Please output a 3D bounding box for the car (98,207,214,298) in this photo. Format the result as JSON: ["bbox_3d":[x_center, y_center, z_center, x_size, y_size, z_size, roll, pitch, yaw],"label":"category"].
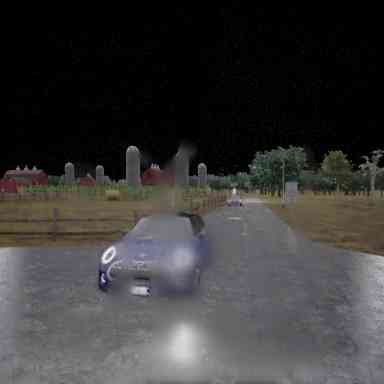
[{"bbox_3d":[-0.639,1.343,8.688,2.097,1.767,4.553,1,0,10],"label":"car"}]

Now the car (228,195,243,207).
[{"bbox_3d":[6.553,1.245,50.193,2.097,1.767,4.553,0,0,10],"label":"car"}]
